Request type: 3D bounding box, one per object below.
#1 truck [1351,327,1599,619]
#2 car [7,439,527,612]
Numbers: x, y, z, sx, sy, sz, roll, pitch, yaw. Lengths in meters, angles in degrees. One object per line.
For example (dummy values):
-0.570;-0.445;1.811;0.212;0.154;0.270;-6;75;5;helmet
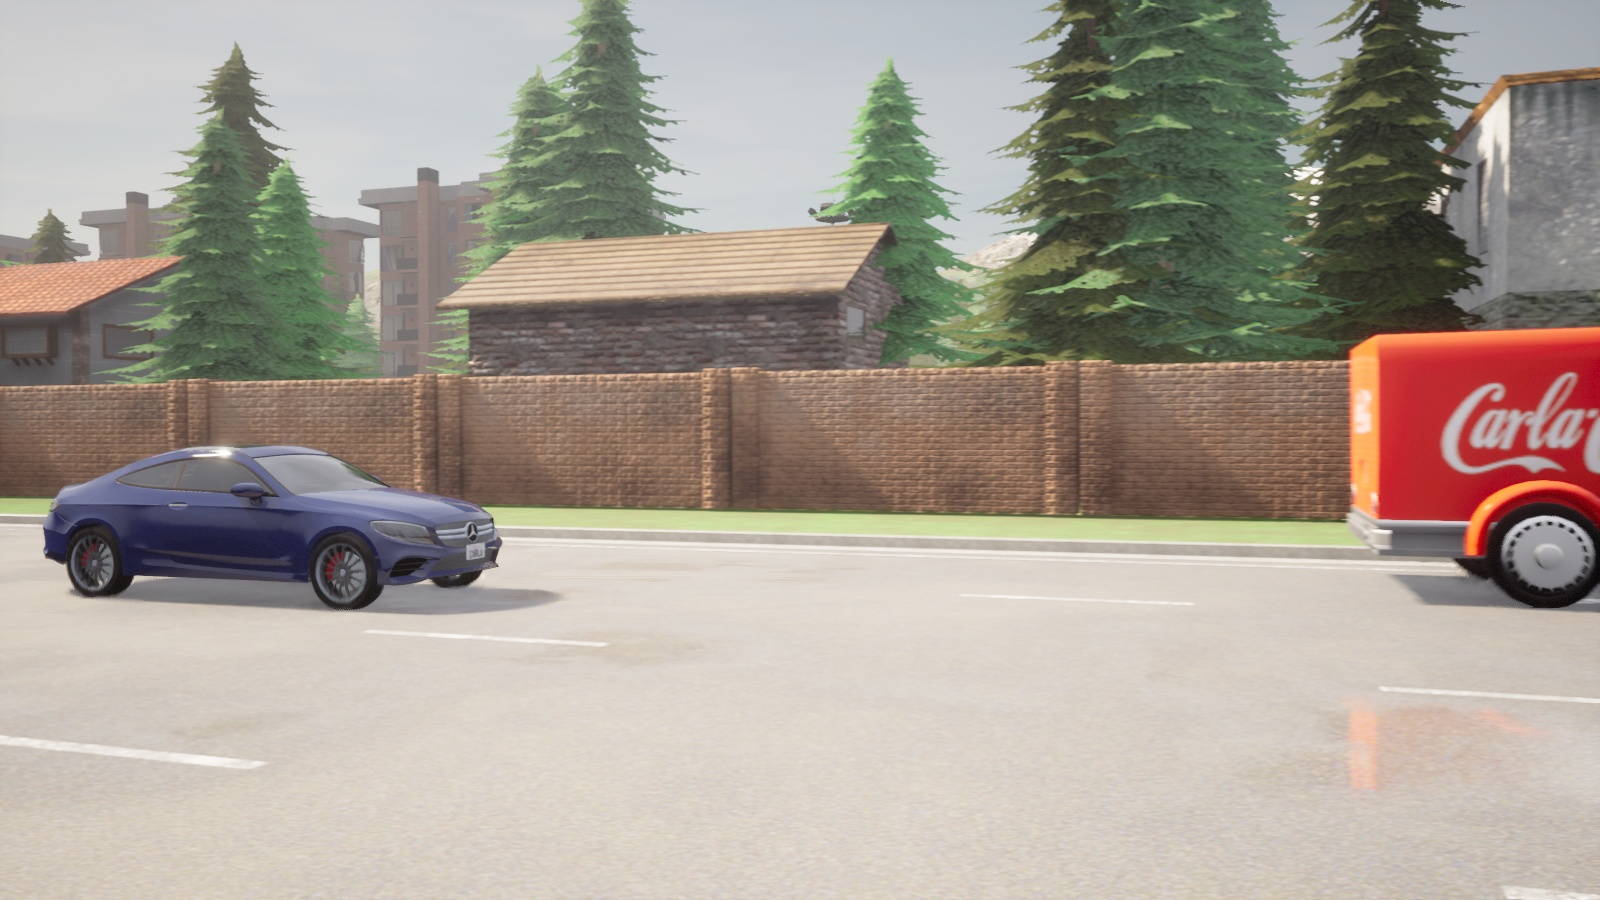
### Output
8.044;0.185;11.557;5.204;2.467;2.627;1;1;19;truck
-5.205;0.635;12.329;4.674;1.442;1.812;1;1;19;car
